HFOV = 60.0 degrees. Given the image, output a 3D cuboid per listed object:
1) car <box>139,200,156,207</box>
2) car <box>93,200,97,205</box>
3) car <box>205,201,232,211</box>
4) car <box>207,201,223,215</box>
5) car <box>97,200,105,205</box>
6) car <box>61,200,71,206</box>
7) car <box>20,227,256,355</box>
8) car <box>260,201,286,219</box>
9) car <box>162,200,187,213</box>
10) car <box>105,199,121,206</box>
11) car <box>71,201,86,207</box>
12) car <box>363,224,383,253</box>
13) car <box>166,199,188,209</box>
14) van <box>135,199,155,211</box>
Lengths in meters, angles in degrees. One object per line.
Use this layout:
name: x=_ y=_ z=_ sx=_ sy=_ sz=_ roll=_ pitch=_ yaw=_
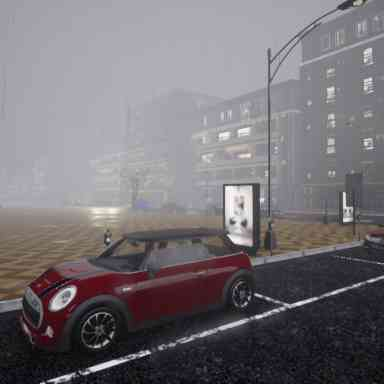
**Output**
car: x=-9.256 y=2.424 z=68.775 sx=1.802 sy=1.307 sz=4.206 roll=-2 pitch=0 yaw=-36
car: x=-25.778 y=2.797 z=91.189 sx=1.887 sy=1.381 sz=4.507 roll=-2 pitch=0 yaw=-36
car: x=4.025 y=2.096 z=50.891 sx=1.802 sy=1.307 sz=4.206 roll=-2 pitch=0 yaw=-36
car: x=3.720 y=1.968 z=36.828 sx=2.008 sy=1.369 sz=4.403 roll=-2 pitch=0 yaw=-36
car: x=-22.473 y=2.736 z=86.706 sx=1.947 sy=1.339 sz=4.313 roll=-2 pitch=0 yaw=-36
car: x=-32.524 y=2.861 z=86.218 sx=1.887 sy=1.381 sz=4.507 roll=-2 pitch=0 yaw=-36
car: x=-0.809 y=1.440 z=6.013 sx=4.097 sy=1.590 sz=1.967 roll=0 pitch=0 yaw=-36
car: x=7.025 y=1.887 z=32.345 sx=2.008 sy=1.369 sz=4.403 roll=-2 pitch=0 yaw=-36
car: x=-2.431 y=2.114 z=45.250 sx=1.887 sy=1.381 sz=4.507 roll=-2 pitch=0 yaw=-36
car: x=-19.172 y=2.528 z=82.223 sx=1.967 sy=1.590 sz=4.097 roll=-2 pitch=0 yaw=-36
car: x=-25.915 y=2.703 z=77.252 sx=2.008 sy=1.369 sz=4.403 roll=-2 pitch=0 yaw=-36
car: x=8.138 y=1.581 z=12.508 sx=4.206 sy=1.307 sz=1.802 roll=0 pitch=0 yaw=-36
car: x=-2.647 y=2.118 z=59.812 sx=1.967 sy=1.590 sz=4.097 roll=-2 pitch=0 yaw=-36
van: x=-7.411 y=2.034 z=52.093 sx=1.690 sy=1.788 sz=3.998 roll=-2 pitch=0 yaw=-36
